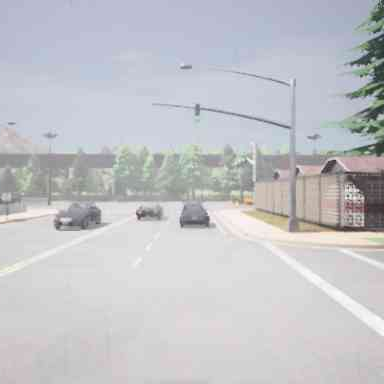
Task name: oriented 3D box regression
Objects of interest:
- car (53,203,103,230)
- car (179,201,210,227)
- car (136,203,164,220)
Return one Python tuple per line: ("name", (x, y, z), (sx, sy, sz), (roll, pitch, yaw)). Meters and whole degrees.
("car", (-7.082, 1.471, 21.069), (2.128, 1.511, 4.902), (0, 0, 0))
("car", (0.151, 1.543, 22.350), (1.994, 1.385, 4.181), (0, 0, -1))
("car", (-3.394, 1.575, 27.670), (1.895, 1.301, 4.718), (0, 0, 0))
